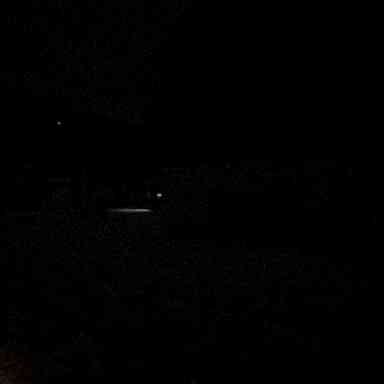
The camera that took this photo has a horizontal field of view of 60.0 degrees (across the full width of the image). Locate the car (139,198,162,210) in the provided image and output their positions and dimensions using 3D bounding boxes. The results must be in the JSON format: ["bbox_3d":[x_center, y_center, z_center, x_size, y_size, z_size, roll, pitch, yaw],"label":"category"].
[{"bbox_3d":[-4.400,1.375,40.139,1.994,1.385,4.181,1,0,36],"label":"car"}]

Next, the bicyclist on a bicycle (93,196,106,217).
[{"bbox_3d":[-7.255,1.177,26.063,1.656,1.620,0.582,0,0,36],"label":"bicyclist on a bicycle"}]
